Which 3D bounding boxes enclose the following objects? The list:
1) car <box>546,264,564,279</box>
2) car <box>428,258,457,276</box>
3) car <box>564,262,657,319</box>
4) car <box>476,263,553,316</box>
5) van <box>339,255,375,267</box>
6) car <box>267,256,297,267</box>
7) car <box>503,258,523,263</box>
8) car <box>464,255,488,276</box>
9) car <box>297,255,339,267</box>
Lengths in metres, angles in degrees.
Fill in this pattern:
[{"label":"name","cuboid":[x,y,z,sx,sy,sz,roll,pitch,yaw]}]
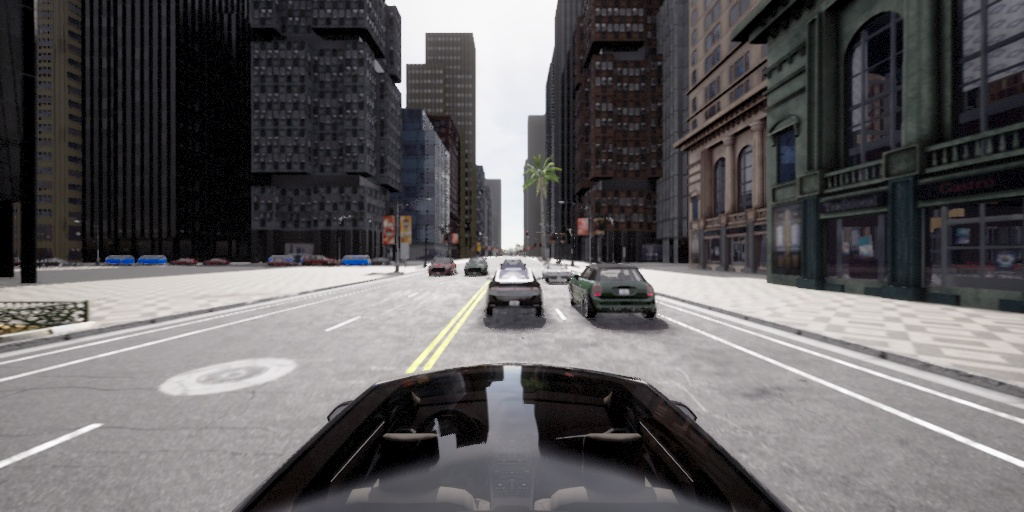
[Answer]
[{"label":"car","cuboid":[3.328,1.227,27.508,1.895,1.301,4.718,0,0,0]},{"label":"car","cuboid":[-6.591,0.945,34.306,2.097,1.767,4.553,0,0,0]},{"label":"car","cuboid":[3.329,1.052,12.740,2.097,1.767,4.553,0,1,0]},{"label":"car","cuboid":[0.080,1.186,13.079,2.128,1.511,4.902,0,0,0]},{"label":"van","cuboid":[-23.574,0.811,54.585,3.998,1.789,1.690,0,0,0]},{"label":"car","cuboid":[-34.929,1.045,54.579,4.207,1.307,1.802,0,0,0]},{"label":"car","cuboid":[0.079,0.975,28.420,2.097,1.767,4.553,0,0,0]},{"label":"car","cuboid":[-3.341,0.945,34.288,2.097,1.767,4.553,0,0,0]},{"label":"car","cuboid":[-29.251,0.781,54.582,5.009,1.841,2.192,0,0,0]}]
